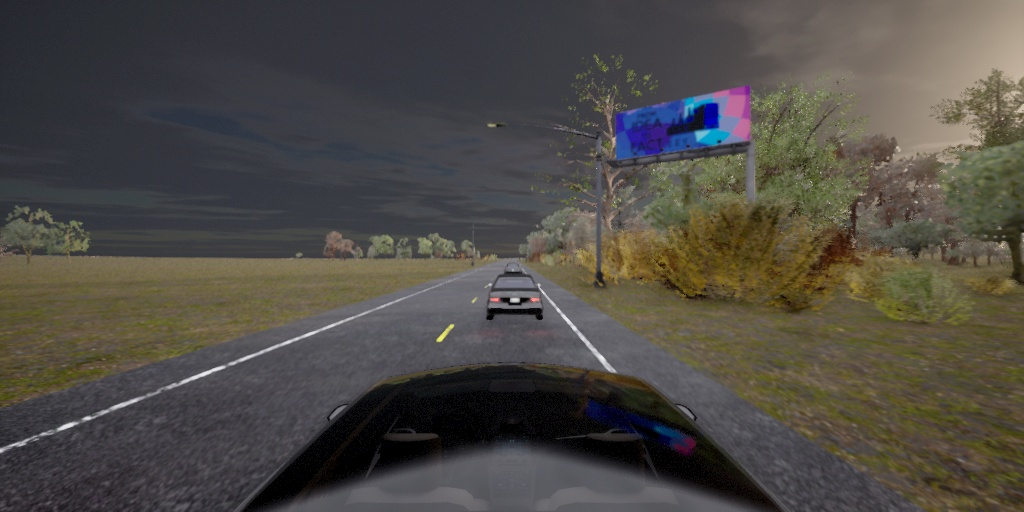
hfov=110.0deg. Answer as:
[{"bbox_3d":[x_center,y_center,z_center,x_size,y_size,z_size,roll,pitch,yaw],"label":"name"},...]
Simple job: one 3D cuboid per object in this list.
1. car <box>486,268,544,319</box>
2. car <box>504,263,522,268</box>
[{"bbox_3d":[0.092,1.341,12.957,2.033,1.411,5.357,0,0,0],"label":"car"},{"bbox_3d":[0.104,1.461,39.733,1.994,1.385,4.181,0,0,0],"label":"car"}]
